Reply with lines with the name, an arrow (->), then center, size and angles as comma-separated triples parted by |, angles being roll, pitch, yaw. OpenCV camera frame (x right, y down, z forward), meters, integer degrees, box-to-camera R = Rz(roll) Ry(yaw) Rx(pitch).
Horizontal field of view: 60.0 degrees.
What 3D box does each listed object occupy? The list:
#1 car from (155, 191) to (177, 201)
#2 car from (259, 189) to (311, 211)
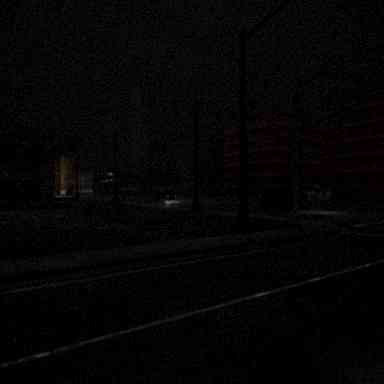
car -> -4.324, 0.644, 54.451 | 1.837, 1.490, 4.892 | -1, 1, -34
car -> 9.459, 0.770, 34.346 | 2.150, 2.045, 5.566 | -1, 1, -34
